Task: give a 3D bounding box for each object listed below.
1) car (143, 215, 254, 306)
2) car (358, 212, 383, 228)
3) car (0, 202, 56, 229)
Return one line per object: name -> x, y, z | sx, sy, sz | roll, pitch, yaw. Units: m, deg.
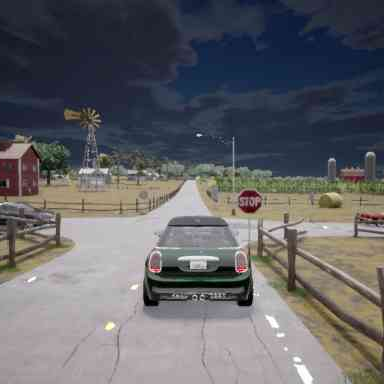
car -> 0.121, 1.347, 8.160 | 2.097, 1.767, 4.553 | 0, 0, 0
car -> 14.388, 1.800, 23.464 | 4.718, 1.301, 1.895 | 1, 2, 0
car -> -10.711, 1.419, 20.344 | 4.892, 1.490, 1.837 | 1, 1, 5
